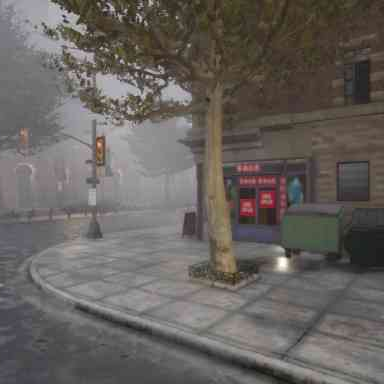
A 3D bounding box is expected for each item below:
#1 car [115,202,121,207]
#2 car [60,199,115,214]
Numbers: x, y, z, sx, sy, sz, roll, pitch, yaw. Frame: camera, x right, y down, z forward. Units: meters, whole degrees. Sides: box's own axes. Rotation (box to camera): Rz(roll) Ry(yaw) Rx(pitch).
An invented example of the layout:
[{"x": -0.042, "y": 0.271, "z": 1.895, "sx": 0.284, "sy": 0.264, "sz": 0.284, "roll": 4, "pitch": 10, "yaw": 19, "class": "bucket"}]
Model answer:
[{"x": -12.005, "y": 1.595, "z": 45.138, "sx": 1.895, "sy": 1.301, "sz": 4.718, "roll": 0, "pitch": 0, "yaw": 36, "class": "car"}, {"x": -11.109, "y": 1.547, "z": 35.089, "sx": 2.033, "sy": 1.411, "sz": 5.357, "roll": 0, "pitch": 0, "yaw": 36, "class": "car"}]
